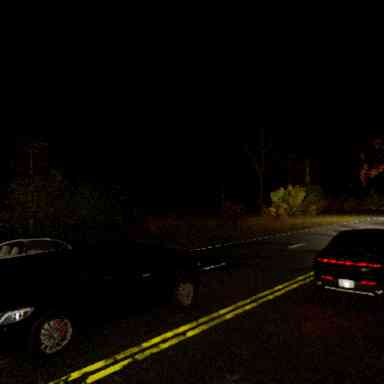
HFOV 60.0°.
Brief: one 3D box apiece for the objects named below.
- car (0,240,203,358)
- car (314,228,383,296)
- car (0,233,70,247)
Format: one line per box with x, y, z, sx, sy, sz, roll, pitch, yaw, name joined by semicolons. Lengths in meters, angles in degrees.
-1.674;1.770;6.673;1.812;1.442;4.674;-2;-2;41;car
4.876;1.729;8.871;1.837;1.490;4.892;-2;-3;41;car
-4.668;1.827;8.193;2.128;1.511;4.902;-2;-2;41;car
